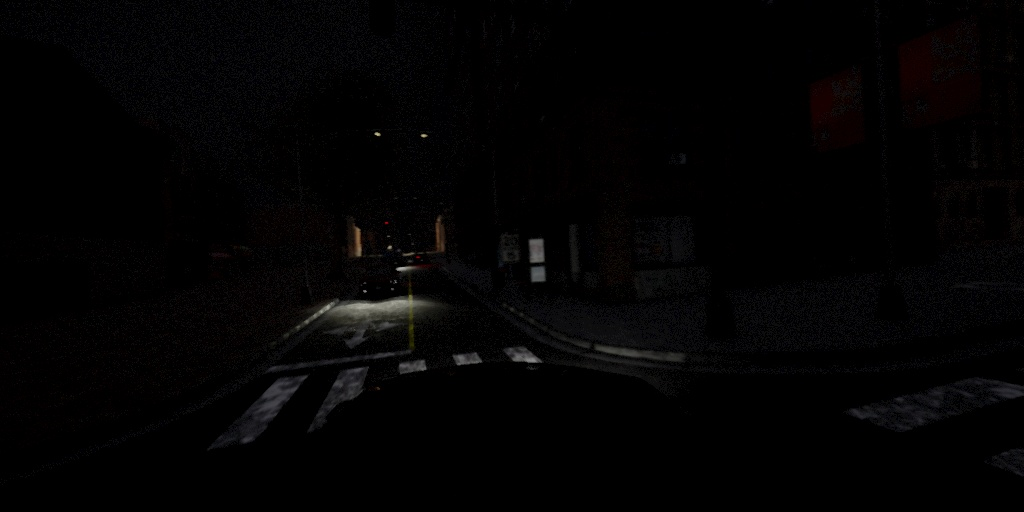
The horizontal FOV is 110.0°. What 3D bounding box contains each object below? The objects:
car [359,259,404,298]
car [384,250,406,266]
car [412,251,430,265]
[{"bbox_3d":[-7.098,1.210,19.529,1.882,1.535,5.008,-3,2,-16],"label":"car"},{"bbox_3d":[-13.504,0.442,42.043,1.837,1.490,4.892,-3,3,-15],"label":"car"},{"bbox_3d":[-11.211,0.197,44.305,2.128,1.511,4.902,-3,4,-16],"label":"car"}]
